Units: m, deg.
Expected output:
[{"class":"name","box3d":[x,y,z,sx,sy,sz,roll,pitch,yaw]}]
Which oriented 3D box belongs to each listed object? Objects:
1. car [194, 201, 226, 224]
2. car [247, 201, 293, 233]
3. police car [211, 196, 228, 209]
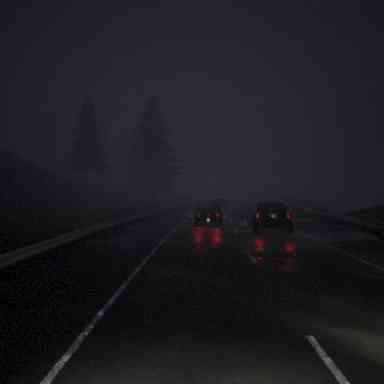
[{"class":"car","box3d":[1.253,1.529,23.793,1.895,1.301,4.718,0,0,5]},{"class":"car","box3d":[4.435,1.296,19.604,2.097,1.767,4.553,0,0,4]},{"class":"police car","box3d":[3.369,1.302,41.187,1.930,1.638,5.238,0,0,9]}]
